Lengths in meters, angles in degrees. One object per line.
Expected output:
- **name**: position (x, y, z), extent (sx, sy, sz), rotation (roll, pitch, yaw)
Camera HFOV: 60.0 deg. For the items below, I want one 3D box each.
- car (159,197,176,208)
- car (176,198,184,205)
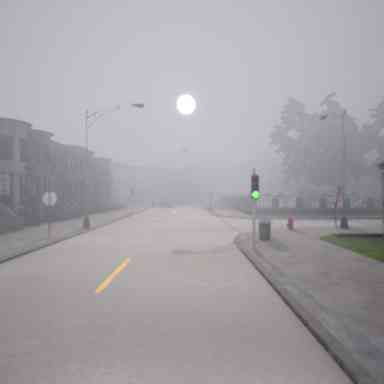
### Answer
- **car**: position (-4.098, 1.613, 53.394), extent (2.097, 1.767, 4.553), rotation (0, 0, 0)
- **car**: position (-3.203, 2.062, 70.085), extent (1.837, 1.490, 4.892), rotation (0, 0, 23)
